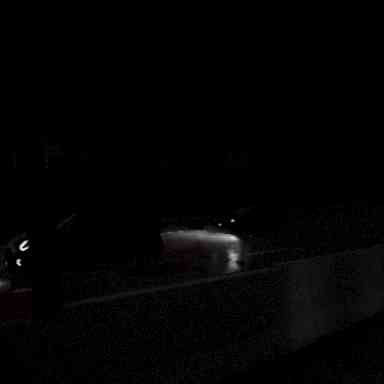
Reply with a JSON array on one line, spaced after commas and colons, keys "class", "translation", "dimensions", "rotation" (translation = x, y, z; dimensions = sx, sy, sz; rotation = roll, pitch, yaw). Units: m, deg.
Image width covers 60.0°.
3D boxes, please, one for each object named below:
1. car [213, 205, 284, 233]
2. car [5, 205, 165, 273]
[{"class": "car", "translation": [3.395, 1.480, 19.307], "dimensions": [4.674, 1.442, 1.812], "rotation": [0, 0, -35]}, {"class": "car", "translation": [-3.186, 1.342, 10.315], "dimensions": [4.553, 1.767, 2.097], "rotation": [0, 0, -35]}]
